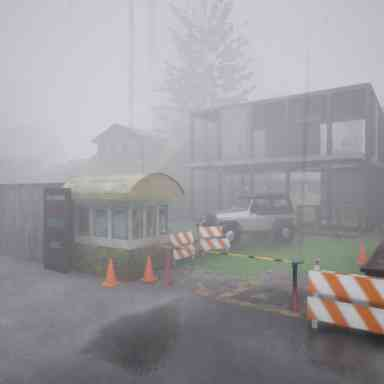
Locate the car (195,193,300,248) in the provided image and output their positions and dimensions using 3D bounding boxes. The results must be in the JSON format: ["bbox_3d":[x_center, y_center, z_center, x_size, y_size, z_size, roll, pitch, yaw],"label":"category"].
[{"bbox_3d":[2.199,0.985,12.773,3.866,1.878,1.905,0,0,-21],"label":"car"}]
